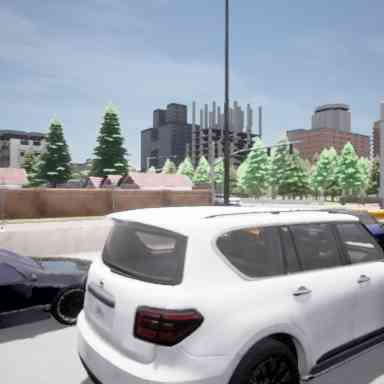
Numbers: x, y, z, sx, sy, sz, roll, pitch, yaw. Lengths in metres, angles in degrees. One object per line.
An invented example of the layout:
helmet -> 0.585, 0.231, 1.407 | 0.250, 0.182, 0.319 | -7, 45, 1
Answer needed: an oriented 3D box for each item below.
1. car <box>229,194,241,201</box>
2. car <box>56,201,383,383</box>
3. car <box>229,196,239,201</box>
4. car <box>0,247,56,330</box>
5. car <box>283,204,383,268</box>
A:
car -> 5.326, 1.332, 51.553 | 2.150, 2.045, 5.566 | 0, 0, -33
car -> 1.317, 1.230, 4.680 | 5.566, 2.045, 2.150 | 1, 0, -36
car -> 3.771, 1.646, 47.546 | 2.033, 1.411, 5.357 | 0, 0, -33
car -> -3.828, 1.547, 5.317 | 5.357, 1.411, 2.033 | 0, 0, -36
car -> 5.653, 1.389, 12.064 | 4.553, 1.767, 2.097 | 0, 0, -35
